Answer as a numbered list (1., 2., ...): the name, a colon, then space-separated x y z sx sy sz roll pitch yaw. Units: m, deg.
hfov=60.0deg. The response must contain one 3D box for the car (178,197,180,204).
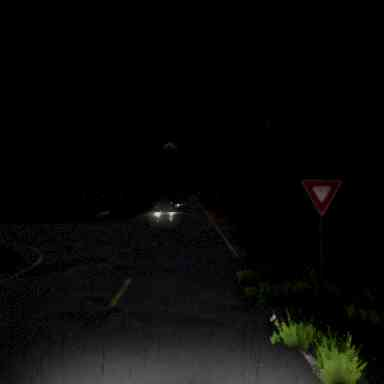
1. car: -3.214 1.544 64.740 2.033 1.411 5.357 0 0 0

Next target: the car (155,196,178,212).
1. car: -3.208 1.390 40.221 2.097 1.767 4.553 0 -1 0

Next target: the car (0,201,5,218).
1. car: -17.228 1.265 28.549 1.905 1.878 3.866 0 0 -31
